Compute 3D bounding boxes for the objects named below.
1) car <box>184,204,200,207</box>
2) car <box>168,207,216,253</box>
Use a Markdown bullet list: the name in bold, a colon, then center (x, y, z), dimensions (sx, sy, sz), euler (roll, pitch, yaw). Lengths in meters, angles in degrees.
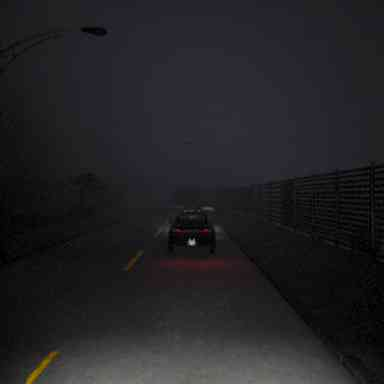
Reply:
- **car**: center (-0.004, 1.769, 29.286), dimensions (2.128, 1.511, 4.902), euler (0, 0, 0)
- **car**: center (0.002, 1.628, 14.290), dimensions (2.128, 1.511, 4.902), euler (0, 0, 0)
